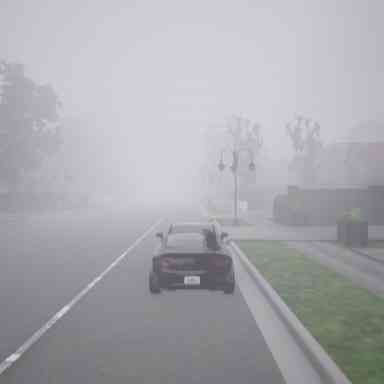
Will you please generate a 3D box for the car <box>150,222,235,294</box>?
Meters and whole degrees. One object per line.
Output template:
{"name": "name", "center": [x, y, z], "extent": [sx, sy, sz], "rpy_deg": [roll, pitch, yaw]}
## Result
{"name": "car", "center": [0.003, 1.516, 8.650], "extent": [1.812, 1.442, 4.674], "rpy_deg": [0, 0, 0]}
